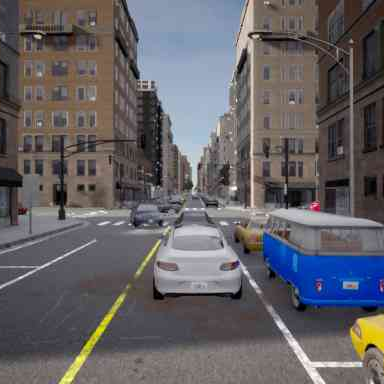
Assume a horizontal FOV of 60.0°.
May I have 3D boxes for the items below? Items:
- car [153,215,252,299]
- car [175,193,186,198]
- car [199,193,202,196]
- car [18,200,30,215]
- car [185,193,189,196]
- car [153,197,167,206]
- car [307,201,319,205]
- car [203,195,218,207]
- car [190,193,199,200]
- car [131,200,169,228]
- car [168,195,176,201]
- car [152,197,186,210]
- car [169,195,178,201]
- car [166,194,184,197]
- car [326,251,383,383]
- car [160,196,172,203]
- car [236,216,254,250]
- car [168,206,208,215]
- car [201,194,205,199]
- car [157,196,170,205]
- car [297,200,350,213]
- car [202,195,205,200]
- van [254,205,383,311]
[{"bbox_3d":[0.084,1.527,8.317,1.812,1.442,4.674,0,0,-1],"label":"car"},{"bbox_3d":[-2.543,1.482,61.907,1.882,1.535,5.008,0,0,1],"label":"car"},{"bbox_3d":[3.579,1.549,89.517,2.008,1.369,4.403,1,0,1],"label":"car"},{"bbox_3d":[-17.143,1.060,29.120,5.566,2.045,2.150,0,-1,1],"label":"car"},{"bbox_3d":[-2.338,1.359,72.034,2.097,1.767,4.553,0,0,1],"label":"car"},{"bbox_3d":[-5.405,1.571,56.449,1.947,1.339,4.313,1,0,1],"label":"car"},{"bbox_3d":[15.592,1.356,35.566,5.566,2.045,2.150,0,-1,0],"label":"car"},{"bbox_3d":[3.044,1.571,50.806,1.947,1.339,4.313,1,0,1],"label":"car"},{"bbox_3d":[0.935,1.523,91.853,1.812,1.442,4.674,0,0,1],"label":"car"},{"bbox_3d":[-3.100,1.530,22.709,1.812,1.442,4.674,1,0,-15],"label":"car"},{"bbox_3d":[-5.024,1.527,83.923,1.752,1.417,4.829,1,0,1],"label":"car"},{"bbox_3d":[-3.338,1.515,32.247,4.892,1.490,1.837,0,0,0],"label":"car"},{"bbox_3d":[-4.946,1.566,89.621,1.947,1.339,4.313,1,0,1],"label":"car"},{"bbox_3d":[-2.702,1.483,52.247,1.882,1.535,5.008,0,0,1],"label":"car"},{"bbox_3d":[2.678,1.526,1.966,1.752,1.417,4.829,1,0,0],"label":"car"},{"bbox_3d":[-5.251,1.549,67.506,1.887,1.381,4.507,1,0,1],"label":"car"},{"bbox_3d":[2.689,1.527,13.313,1.752,1.417,4.829,1,0,0],"label":"car"},{"bbox_3d":[0.108,1.566,15.653,1.994,1.385,4.181,0,0,0],"label":"car"},{"bbox_3d":[3.196,1.555,61.866,2.008,1.369,4.403,1,0,1],"label":"car"},{"bbox_3d":[-5.328,1.556,61.977,2.008,1.369,4.403,1,0,1],"label":"car"},{"bbox_3d":[15.241,1.712,38.814,5.357,1.411,2.033,0,-1,0],"label":"car"},{"bbox_3d":[3.120,1.549,56.336,1.887,1.381,4.507,1,0,1],"label":"car"},{"bbox_3d":[2.685,1.342,7.469,1.690,1.788,3.998,1,0,0],"label":"van"}]
